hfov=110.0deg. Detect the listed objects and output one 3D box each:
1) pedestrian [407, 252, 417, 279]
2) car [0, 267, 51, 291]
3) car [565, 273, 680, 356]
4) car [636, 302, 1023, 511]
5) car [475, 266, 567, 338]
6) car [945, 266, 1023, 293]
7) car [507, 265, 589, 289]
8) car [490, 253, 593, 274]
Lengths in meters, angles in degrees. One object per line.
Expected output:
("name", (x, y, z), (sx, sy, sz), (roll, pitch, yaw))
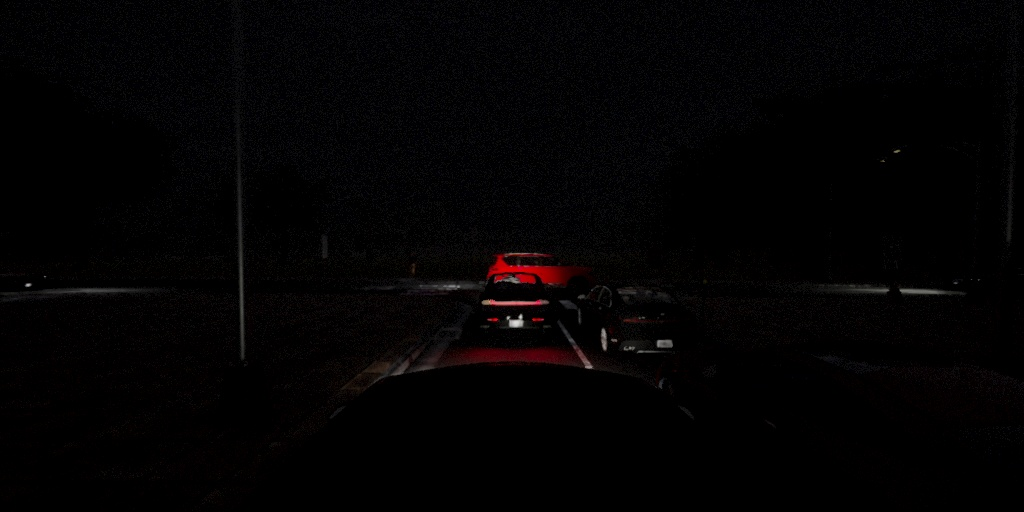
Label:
("pedestrian", (-6.883, 0.621, 24.522), (0.375, 1.860, 0.375), (0, 1, 0))
("car", (-27.366, 1.197, 18.665), (4.718, 1.301, 1.895), (0, 2, 0))
("car", (2.636, 1.259, 8.351), (2.007, 1.370, 4.403), (0, 0, 0))
("car", (2.637, 1.325, 2.819), (1.802, 1.307, 4.207), (0, 0, 0))
("car", (0.060, 1.190, 9.949), (2.128, 1.511, 4.902), (0, 0, -1))
("car", (29.274, 1.393, 21.651), (4.902, 1.511, 2.128), (1, 2, 0))
("car", (2.051, 1.228, 21.644), (4.718, 1.301, 1.895), (1, 1, 0))
("car", (1.501, 0.874, 18.700), (5.566, 2.045, 2.150), (0, 1, 0))
